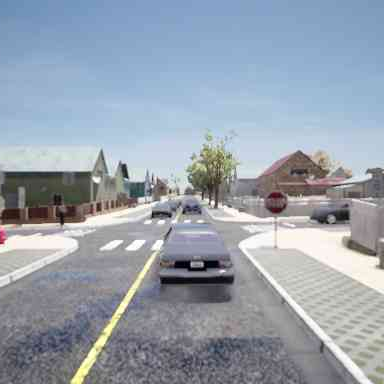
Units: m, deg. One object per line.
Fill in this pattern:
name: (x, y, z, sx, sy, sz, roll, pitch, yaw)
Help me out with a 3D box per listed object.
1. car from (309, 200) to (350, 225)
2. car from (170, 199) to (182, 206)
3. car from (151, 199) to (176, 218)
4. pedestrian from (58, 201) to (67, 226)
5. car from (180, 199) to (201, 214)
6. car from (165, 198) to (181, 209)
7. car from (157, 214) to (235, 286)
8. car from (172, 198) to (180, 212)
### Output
car: (10.330, 1.333, 22.087, 4.892, 1.490, 1.837, -2, -1, 0)
car: (-2.875, 1.907, 61.062, 1.895, 1.301, 4.718, 0, 0, 0)
car: (-2.851, 1.715, 32.324, 2.033, 1.411, 5.357, 0, 0, -1)
pedestrian: (-9.717, 1.589, 24.859, 0.375, 1.860, 0.375, 0, 0, 0)
car: (0.019, 1.551, 38.782, 2.097, 1.767, 4.553, 0, 0, 0)
car: (-2.894, 1.751, 51.061, 2.128, 1.511, 4.902, 0, 0, 0)
car: (0.014, 1.599, 9.582, 2.033, 1.411, 5.357, 0, 0, -2)
car: (-2.892, 1.777, 41.594, 1.994, 1.385, 4.181, 0, 0, 0)
